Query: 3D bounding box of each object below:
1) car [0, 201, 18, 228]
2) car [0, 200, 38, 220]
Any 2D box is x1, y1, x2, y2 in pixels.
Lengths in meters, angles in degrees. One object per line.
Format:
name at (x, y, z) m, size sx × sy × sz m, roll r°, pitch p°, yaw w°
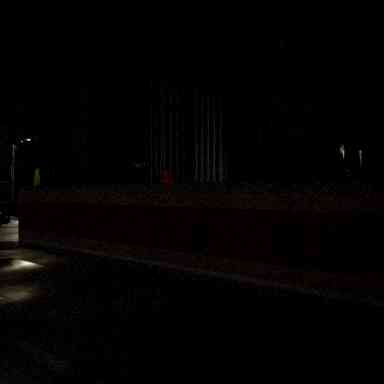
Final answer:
car at (-13.920, 1.548, 20.523) m, size 2.128 × 1.511 × 4.902 m, roll 0°, pitch 0°, yaw 38°
car at (-16.437, 1.547, 29.125) m, size 2.128 × 1.511 × 4.902 m, roll 0°, pitch 0°, yaw 37°
